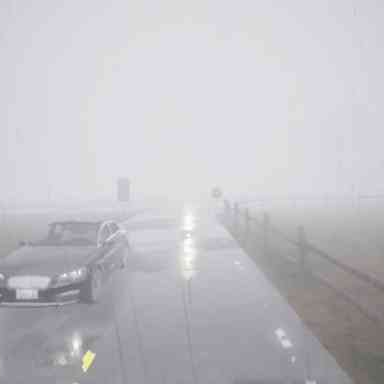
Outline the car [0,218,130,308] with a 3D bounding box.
[{"bbox_3d":[-2.750,1.420,7.991,2.128,1.511,4.902,0,1,0],"label":"car"}]
